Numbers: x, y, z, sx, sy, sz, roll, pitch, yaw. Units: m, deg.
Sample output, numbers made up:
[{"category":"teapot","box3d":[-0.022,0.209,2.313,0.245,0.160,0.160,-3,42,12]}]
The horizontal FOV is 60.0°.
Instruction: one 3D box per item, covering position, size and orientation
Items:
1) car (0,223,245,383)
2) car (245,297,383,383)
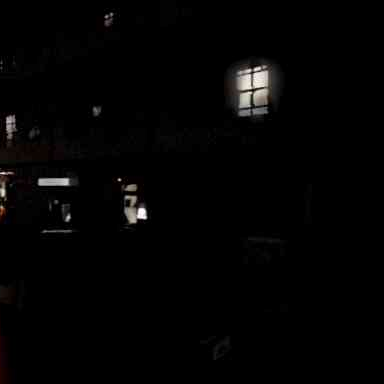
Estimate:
[{"category":"car","box3d":[-1.709,1.334,4.032,5.009,1.841,2.192,0,1,36]},{"category":"car","box3d":[2.903,1.305,0.742,5.009,1.841,2.192,0,1,36]}]
